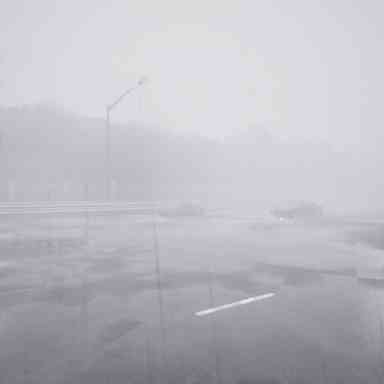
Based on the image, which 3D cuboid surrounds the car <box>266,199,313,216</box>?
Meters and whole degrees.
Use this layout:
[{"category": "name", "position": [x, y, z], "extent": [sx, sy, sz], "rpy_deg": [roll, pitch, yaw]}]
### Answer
[{"category": "car", "position": [9.569, 1.494, 32.612], "extent": [4.892, 1.490, 1.837], "rpy_deg": [0, 0, -37]}]

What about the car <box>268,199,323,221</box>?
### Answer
[{"category": "car", "position": [8.840, 1.467, 27.719], "extent": [5.008, 1.535, 1.882], "rpy_deg": [0, 0, -37]}]

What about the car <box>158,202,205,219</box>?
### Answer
[{"category": "car", "position": [-0.903, 1.554, 29.223], "extent": [4.181, 1.385, 1.994], "rpy_deg": [0, 0, -37]}]
